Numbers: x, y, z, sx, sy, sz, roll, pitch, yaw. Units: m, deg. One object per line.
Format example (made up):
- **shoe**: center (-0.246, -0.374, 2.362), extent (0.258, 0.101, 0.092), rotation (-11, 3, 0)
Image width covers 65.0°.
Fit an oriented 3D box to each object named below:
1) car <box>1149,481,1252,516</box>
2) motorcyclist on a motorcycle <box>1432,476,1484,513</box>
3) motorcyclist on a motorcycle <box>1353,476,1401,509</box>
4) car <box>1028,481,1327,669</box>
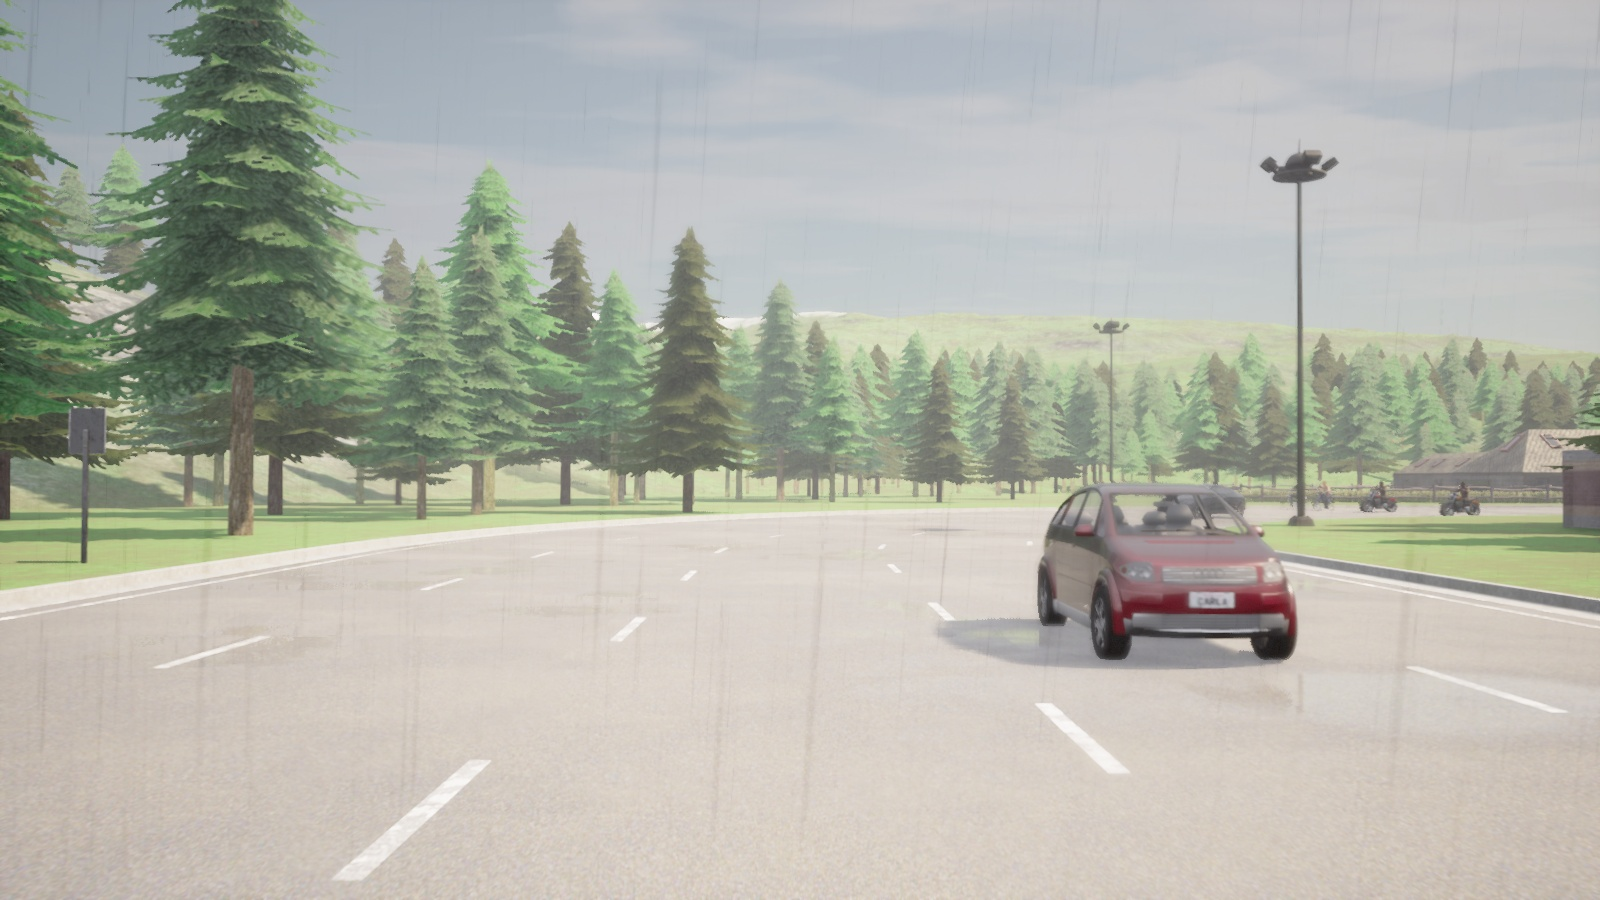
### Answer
- **car**: center (17.158, 2.055, 53.689), extent (4.674, 1.442, 1.812), rotation (1, -2, -37)
- **motorcyclist on a motorcycle**: center (29.840, 2.005, 56.937), extent (2.350, 1.649, 0.766), rotation (0, -1, -23)
- **motorcyclist on a motorcycle**: center (29.609, 2.184, 64.435), extent (2.350, 1.649, 0.766), rotation (0, -1, -22)
- **car**: center (3.467, 1.082, 12.276), extent (1.789, 1.549, 3.705), rotation (0, -1, 0)
